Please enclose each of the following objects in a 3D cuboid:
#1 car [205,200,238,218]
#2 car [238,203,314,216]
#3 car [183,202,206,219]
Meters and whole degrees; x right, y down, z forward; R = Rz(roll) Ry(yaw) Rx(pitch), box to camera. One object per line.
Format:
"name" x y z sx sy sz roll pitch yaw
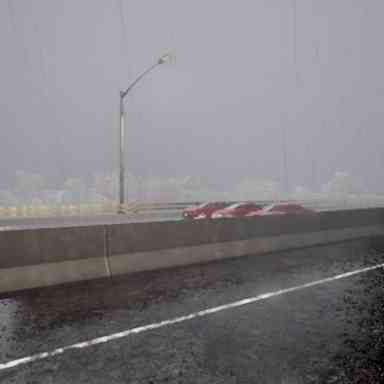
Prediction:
"car" 3.536 1.485 23.592 4.674 1.442 1.812 0 0 -35
"car" 5.516 1.437 20.705 5.008 1.535 1.882 0 0 -35
"car" 1.591 1.436 26.502 5.008 1.535 1.882 0 0 -35
